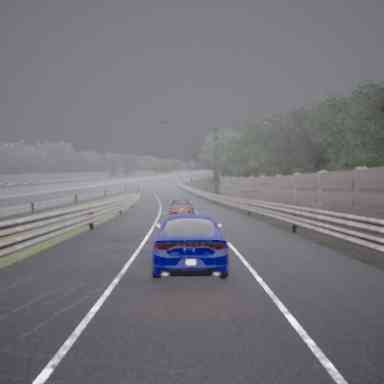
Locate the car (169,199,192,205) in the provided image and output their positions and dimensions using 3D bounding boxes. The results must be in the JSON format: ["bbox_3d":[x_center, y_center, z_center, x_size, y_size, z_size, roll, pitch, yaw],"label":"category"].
[{"bbox_3d":[-0.896,1.261,27.028,1.994,1.385,4.181,0,1,-4],"label":"car"}]

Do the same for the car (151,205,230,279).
[{"bbox_3d":[-0.084,1.367,9.774,1.882,1.535,5.008,0,1,-1],"label":"car"}]
